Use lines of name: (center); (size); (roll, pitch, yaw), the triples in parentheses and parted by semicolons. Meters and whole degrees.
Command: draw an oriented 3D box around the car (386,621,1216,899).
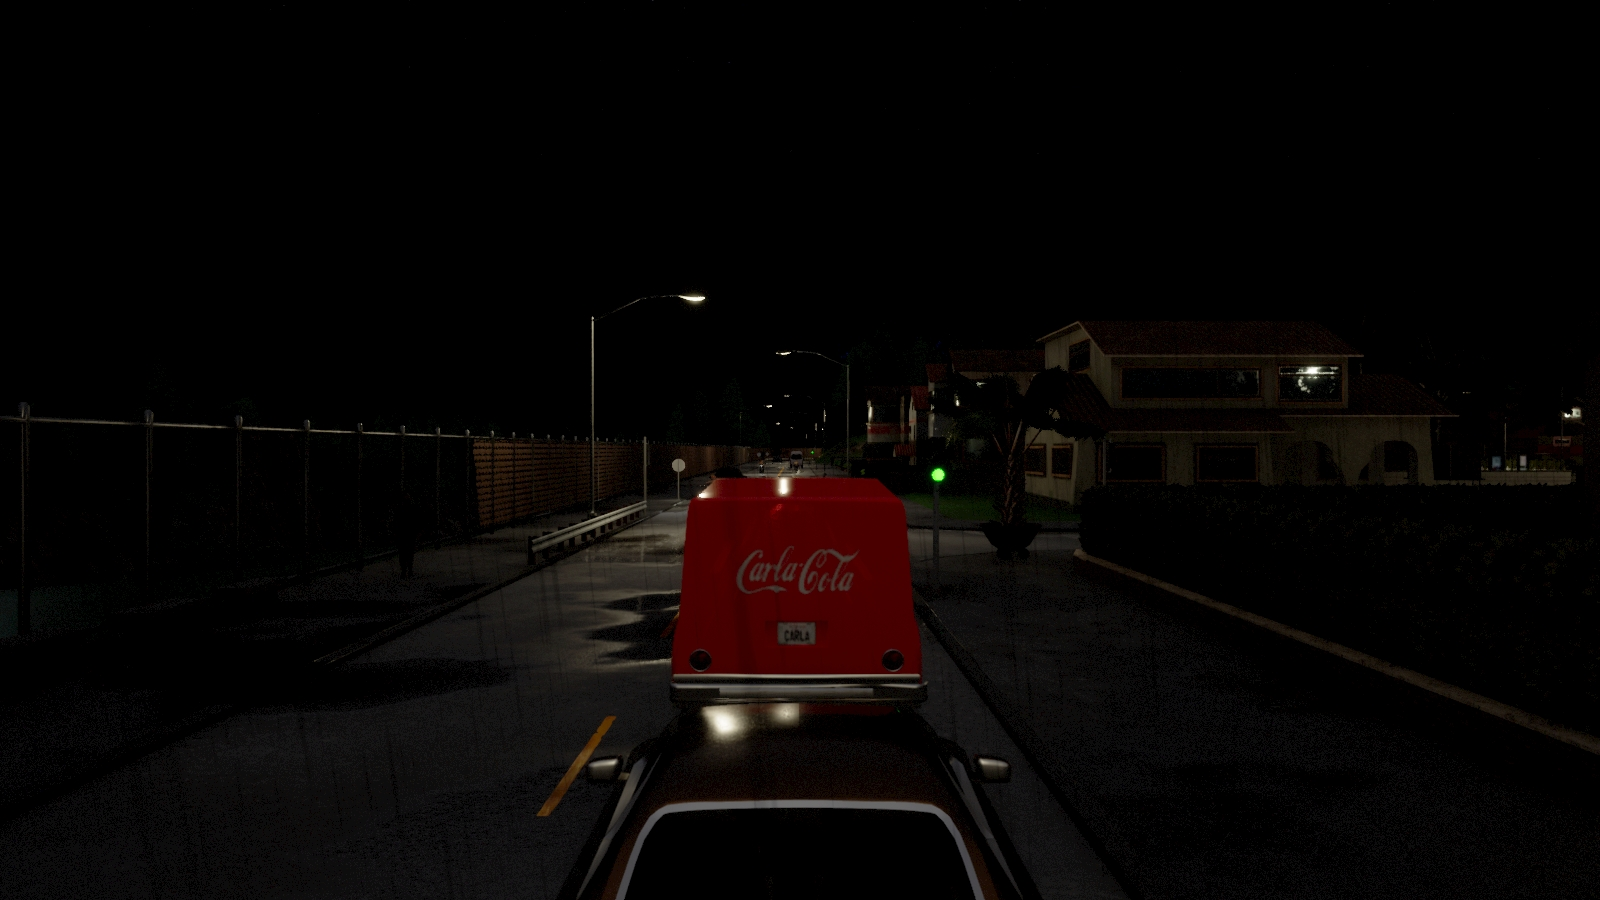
car: (-0.006, 1.990, 5.260); (2.152, 1.651, 5.027); (0, 0, 0)

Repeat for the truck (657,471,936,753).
truck: (-0.031, 1.580, 13.385); (2.627, 2.467, 5.204); (0, 1, 0)

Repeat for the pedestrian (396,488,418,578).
pedestrian: (-8.230, 1.736, 23.941); (0.375, 1.860, 0.375); (0, 0, -8)
